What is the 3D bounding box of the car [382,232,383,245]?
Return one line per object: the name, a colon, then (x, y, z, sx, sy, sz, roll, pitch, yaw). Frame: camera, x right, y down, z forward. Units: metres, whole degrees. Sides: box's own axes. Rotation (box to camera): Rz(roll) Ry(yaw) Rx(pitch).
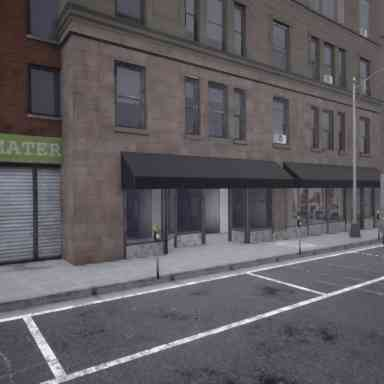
car: (9.291, 1.540, 13.207, 4.507, 1.381, 1.887, 0, -1, -36)
